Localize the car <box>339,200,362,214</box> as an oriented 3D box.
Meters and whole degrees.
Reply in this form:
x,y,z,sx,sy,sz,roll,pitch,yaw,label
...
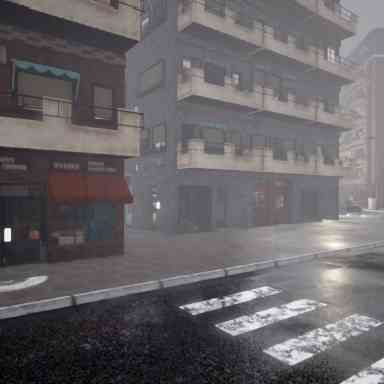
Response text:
x,y,z,sx,sy,sz,roll,pitch,yaw,label
18.005,1.669,38.619,1.882,1.535,5.008,0,0,5,car
